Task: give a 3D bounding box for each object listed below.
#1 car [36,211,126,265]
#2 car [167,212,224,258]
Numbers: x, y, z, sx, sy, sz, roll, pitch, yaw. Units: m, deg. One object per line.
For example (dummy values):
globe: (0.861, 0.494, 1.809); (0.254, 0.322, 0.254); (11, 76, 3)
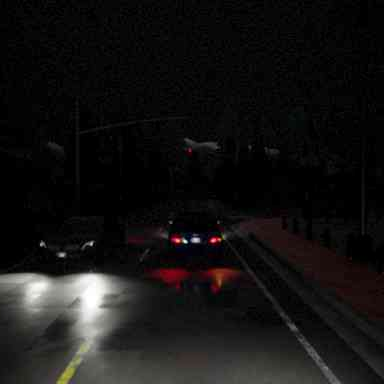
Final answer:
car: (-3.520, 1.424, 11.404); (1.812, 1.442, 4.674); (0, 0, 1)
car: (0.104, 1.438, 12.286); (2.033, 1.411, 5.357); (0, 0, 0)
